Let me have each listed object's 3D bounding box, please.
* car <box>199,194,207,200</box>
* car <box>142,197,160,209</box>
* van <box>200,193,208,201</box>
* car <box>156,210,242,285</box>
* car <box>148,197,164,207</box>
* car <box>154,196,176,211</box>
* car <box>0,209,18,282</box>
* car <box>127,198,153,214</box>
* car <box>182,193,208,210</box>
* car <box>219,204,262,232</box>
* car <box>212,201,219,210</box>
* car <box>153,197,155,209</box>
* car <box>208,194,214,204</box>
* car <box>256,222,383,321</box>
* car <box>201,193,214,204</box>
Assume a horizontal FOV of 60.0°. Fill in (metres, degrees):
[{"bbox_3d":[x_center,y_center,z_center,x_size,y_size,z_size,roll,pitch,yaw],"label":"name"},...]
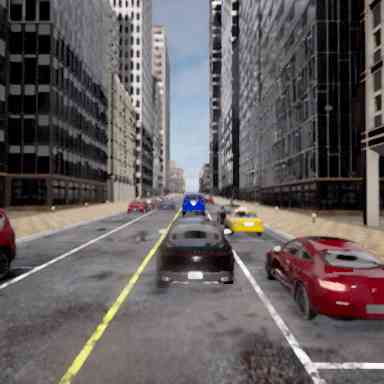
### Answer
[{"bbox_3d":[2.909,1.321,90.641,1.967,1.590,4.097,1,0,0],"label":"car"},{"bbox_3d":[-5.575,1.482,45.966,1.887,1.381,4.507,1,0,0],"label":"car"},{"bbox_3d":[2.885,1.235,79.487,1.690,1.788,3.998,1,0,0],"label":"van"},{"bbox_3d":[0.092,1.493,9.421,1.837,1.490,4.892,0,0,1],"label":"car"},{"bbox_3d":[-5.562,1.480,51.541,2.008,1.369,4.403,1,0,0],"label":"car"},{"bbox_3d":[-3.005,1.509,39.731,1.994,1.385,4.181,0,0,0],"label":"car"},{"bbox_3d":[-5.659,1.305,6.940,2.192,1.841,5.009,1,0,0],"label":"car"},{"bbox_3d":[-5.600,1.496,34.816,1.887,1.381,4.507,1,0,0],"label":"car"},{"bbox_3d":[0.169,1.176,32.432,2.150,2.045,5.566,0,0,0],"label":"car"},{"bbox_3d":[2.743,1.500,18.309,1.752,1.417,4.829,1,0,0],"label":"car"},{"bbox_3d":[2.755,1.533,23.716,1.947,1.339,4.313,1,0,0],"label":"car"},{"bbox_3d":[-5.587,1.495,40.391,2.008,1.369,4.403,1,0,0],"label":"car"},{"bbox_3d":[2.831,1.467,57.179,1.887,1.381,4.507,1,0,0],"label":"car"},{"bbox_3d":[2.716,1.572,6.983,1.802,1.307,4.206,1,0,0],"label":"car"},{"bbox_3d":[2.848,1.231,62.756,2.192,1.841,5.009,1,0,0],"label":"car"}]
